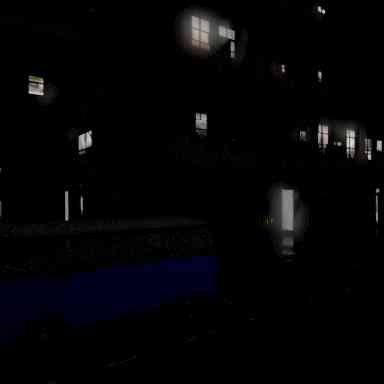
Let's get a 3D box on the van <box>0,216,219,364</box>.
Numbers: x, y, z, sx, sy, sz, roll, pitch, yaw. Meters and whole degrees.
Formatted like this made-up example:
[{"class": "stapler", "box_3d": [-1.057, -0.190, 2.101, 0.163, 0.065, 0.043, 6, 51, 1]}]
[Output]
[{"class": "van", "box_3d": [-1.416, 1.341, 5.555, 3.998, 1.788, 1.690, 0, 0, -35]}]
